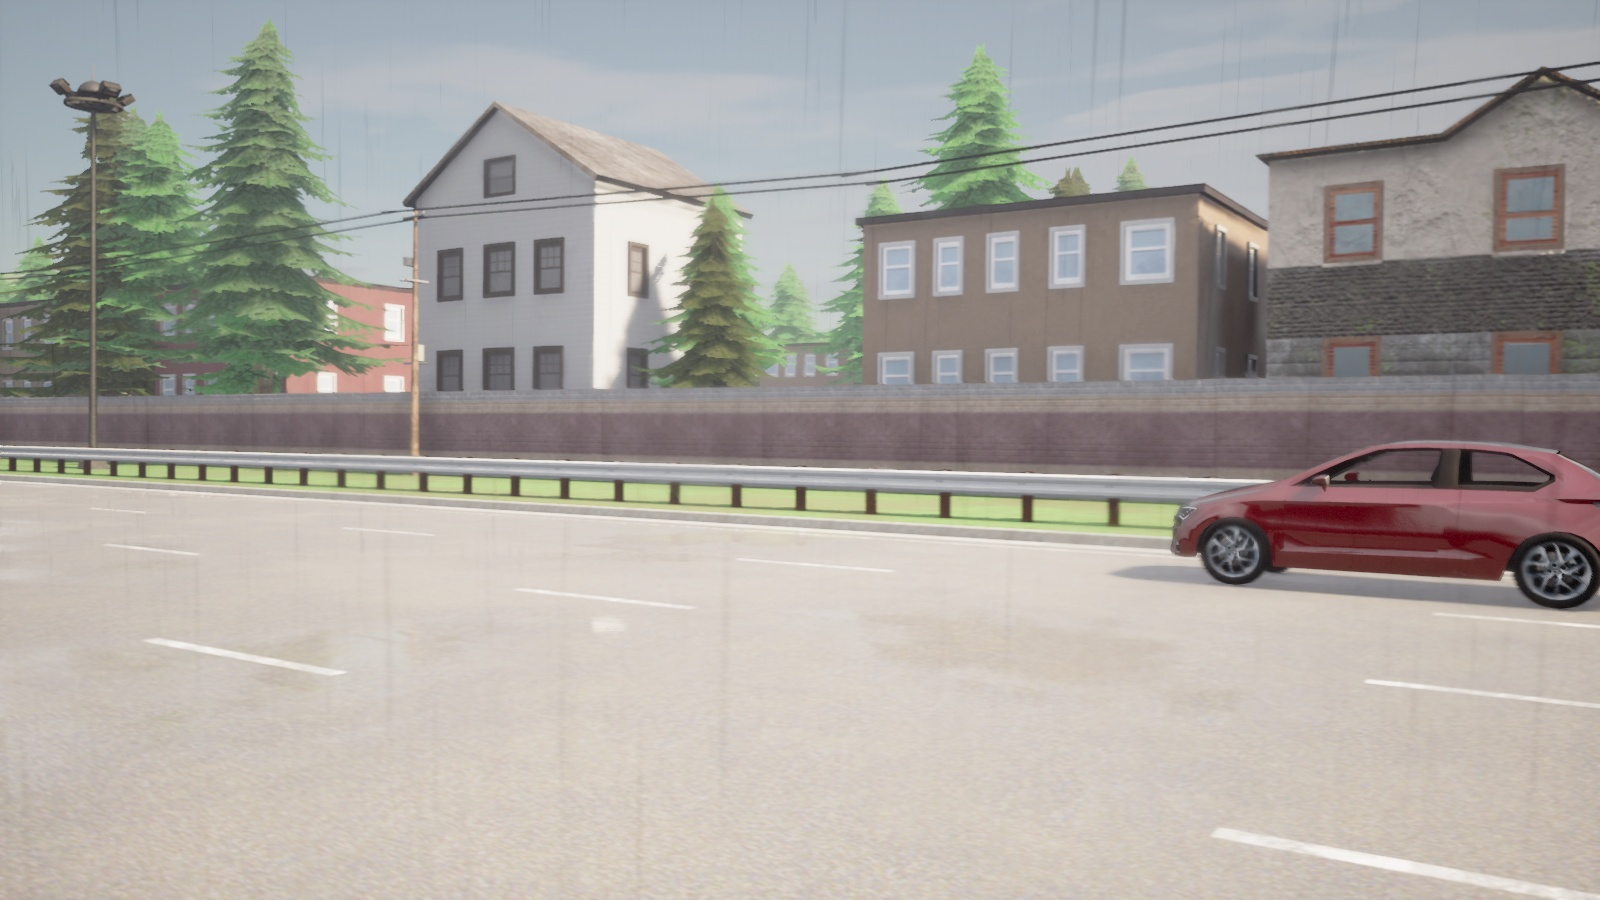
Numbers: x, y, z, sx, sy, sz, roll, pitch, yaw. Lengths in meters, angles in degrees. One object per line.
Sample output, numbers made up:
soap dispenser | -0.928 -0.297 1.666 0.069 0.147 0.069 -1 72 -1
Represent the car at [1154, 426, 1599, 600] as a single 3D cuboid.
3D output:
car | 5.843 0.524 12.346 4.193 1.474 1.816 0 1 34
